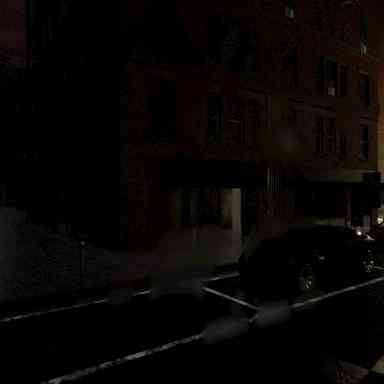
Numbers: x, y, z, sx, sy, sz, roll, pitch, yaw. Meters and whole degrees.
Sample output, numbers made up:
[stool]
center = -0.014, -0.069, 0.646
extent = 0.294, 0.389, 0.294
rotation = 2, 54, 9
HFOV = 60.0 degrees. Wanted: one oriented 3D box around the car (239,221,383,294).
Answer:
[car]
center = 3.185, 1.565, 8.816
extent = 4.313, 1.339, 1.947
rotation = 0, 0, -36
